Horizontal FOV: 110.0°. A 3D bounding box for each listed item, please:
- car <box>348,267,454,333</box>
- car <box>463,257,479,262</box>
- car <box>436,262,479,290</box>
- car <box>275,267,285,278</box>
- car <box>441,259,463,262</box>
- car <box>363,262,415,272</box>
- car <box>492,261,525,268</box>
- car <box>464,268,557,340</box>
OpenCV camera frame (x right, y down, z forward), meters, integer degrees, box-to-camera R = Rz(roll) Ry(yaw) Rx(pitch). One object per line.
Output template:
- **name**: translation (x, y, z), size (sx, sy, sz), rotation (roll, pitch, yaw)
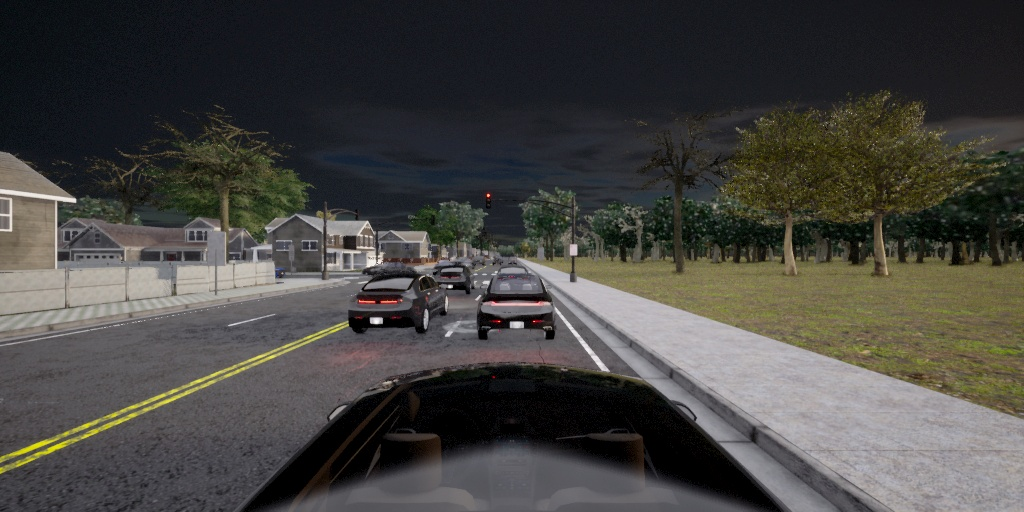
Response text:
- **car**: translation (-3.137, 1.255, 10.736), size (1.837, 1.490, 4.892), rotation (0, 0, 0)
- **car**: translation (-6.528, 1.228, 52.628), size (2.128, 1.511, 4.902), rotation (0, 0, 0)
- **car**: translation (-3.114, 1.255, 20.070), size (1.837, 1.490, 4.892), rotation (0, 0, -1)
- **car**: translation (-22.708, 1.258, 31.575), size (5.008, 1.535, 1.882), rotation (0, 0, 0)
- **car**: translation (-6.556, 1.295, 35.817), size (2.033, 1.411, 5.357), rotation (0, 0, 0)
- **car**: translation (-12.291, 1.299, 36.264), size (2.033, 1.411, 5.357), rotation (0, 0, 36)
- **car**: translation (0.052, 1.228, 19.388), size (1.882, 1.535, 5.008), rotation (0, 0, 1)
- **car**: translation (0.110, 1.241, 9.986), size (2.128, 1.511, 4.902), rotation (0, 0, 0)
